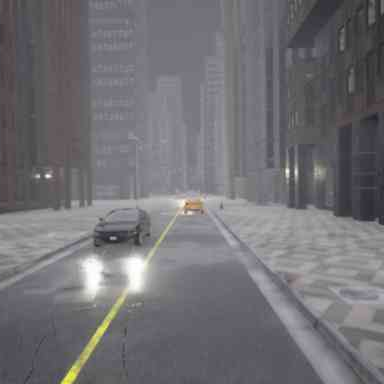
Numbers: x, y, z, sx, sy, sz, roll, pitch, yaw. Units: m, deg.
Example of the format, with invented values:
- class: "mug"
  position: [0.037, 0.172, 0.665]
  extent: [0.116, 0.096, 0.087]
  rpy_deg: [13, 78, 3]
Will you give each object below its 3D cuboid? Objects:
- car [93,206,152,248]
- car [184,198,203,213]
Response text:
- class: "car"
  position: [-2.963, 1.455, 15.004]
  extent: [1.882, 1.535, 5.008]
  rpy_deg: [-1, 0, 0]
- class: "car"
  position: [0.171, 1.338, 34.708]
  extent: [1.882, 1.535, 5.008]
  rpy_deg: [-1, 0, 0]
